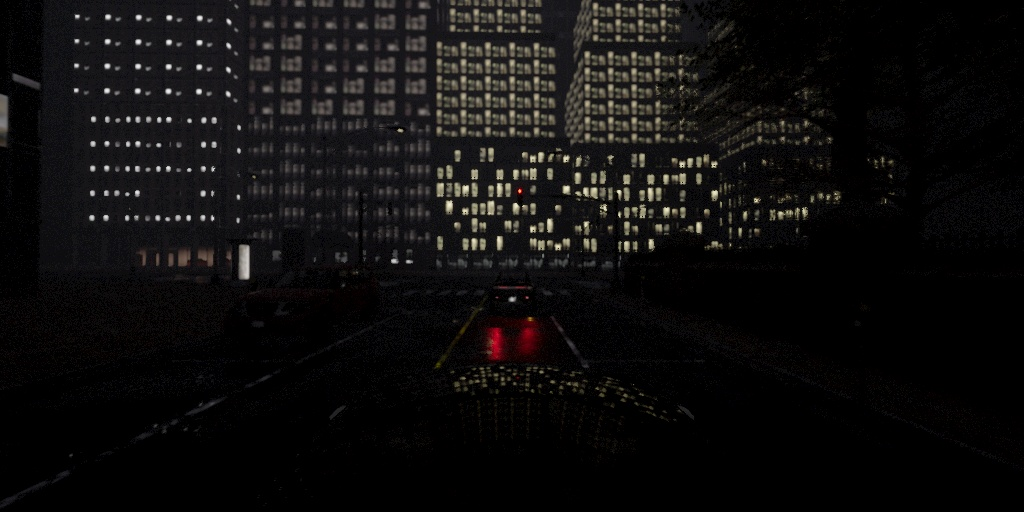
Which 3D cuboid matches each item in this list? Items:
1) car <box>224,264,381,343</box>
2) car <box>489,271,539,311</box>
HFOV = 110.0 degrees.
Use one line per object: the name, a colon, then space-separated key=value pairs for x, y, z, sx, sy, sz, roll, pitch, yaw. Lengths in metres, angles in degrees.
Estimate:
car: x=-5.382 y=1.149 z=10.103 sx=2.192 sy=1.841 sz=5.009 roll=0 pitch=0 yaw=0
car: x=0.097 y=1.379 z=15.355 sx=2.128 sy=1.511 sz=4.902 roll=0 pitch=0 yaw=2
